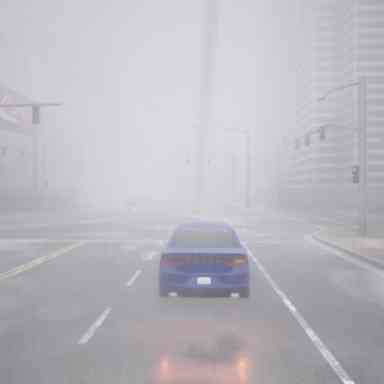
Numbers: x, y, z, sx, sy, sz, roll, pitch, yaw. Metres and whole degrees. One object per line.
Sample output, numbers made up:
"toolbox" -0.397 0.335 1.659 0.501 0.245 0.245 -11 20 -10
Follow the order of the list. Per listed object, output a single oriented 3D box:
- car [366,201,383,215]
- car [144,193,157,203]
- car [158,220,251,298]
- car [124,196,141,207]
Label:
"car" 19.320 1.468 32.362 4.674 1.442 1.812 0 0 1
"car" -8.386 1.411 66.369 1.812 1.442 4.674 0 0 2
"car" 0.313 1.463 8.537 1.882 1.535 5.008 0 0 2
"car" -8.970 1.417 50.500 1.837 1.490 4.892 0 0 2
